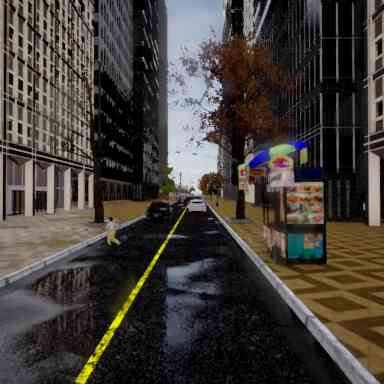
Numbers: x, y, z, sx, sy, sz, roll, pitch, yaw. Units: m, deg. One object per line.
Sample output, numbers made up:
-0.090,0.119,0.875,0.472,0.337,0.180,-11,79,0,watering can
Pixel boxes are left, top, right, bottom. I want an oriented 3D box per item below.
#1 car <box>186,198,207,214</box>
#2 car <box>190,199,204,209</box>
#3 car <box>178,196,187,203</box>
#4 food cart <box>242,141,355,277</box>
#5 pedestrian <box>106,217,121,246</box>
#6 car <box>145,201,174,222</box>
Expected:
0.557,1.534,35.004,1.812,1.442,4.674,0,0,0,car
0.696,1.613,45.462,1.895,1.301,4.718,0,0,1,car
-1.875,1.520,67.166,2.128,1.511,4.902,0,0,1,car
3.137,0.468,11.053,2.280,3.560,4.660,-1,-1,1,food cart
-3.281,1.577,13.688,0.375,1.300,0.375,1,-1,1,pedestrian
-2.502,1.510,26.265,1.837,1.490,4.892,0,0,1,car
